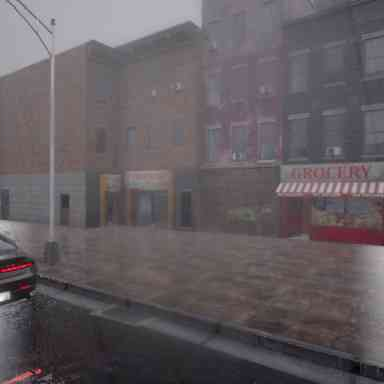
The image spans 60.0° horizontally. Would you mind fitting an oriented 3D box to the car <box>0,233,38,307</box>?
[{"bbox_3d":[-5.160,1.505,6.962,4.892,1.490,1.837,0,0,35],"label":"car"}]
